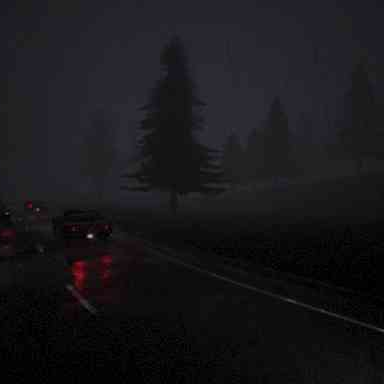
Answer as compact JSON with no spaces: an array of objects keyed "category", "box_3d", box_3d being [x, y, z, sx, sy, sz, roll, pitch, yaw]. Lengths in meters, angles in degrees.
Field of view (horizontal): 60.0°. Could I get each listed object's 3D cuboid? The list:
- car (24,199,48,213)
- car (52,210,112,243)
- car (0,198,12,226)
[{"category":"car","box_3d":[-16.041,1.371,34.066,1.895,1.301,4.718,0,0,-30]},{"category":"car","box_3d":[-5.344,1.506,15.676,1.895,1.301,4.718,0,0,-31]},{"category":"car","box_3d":[-12.697,1.368,21.356,1.812,1.442,4.674,0,1,-30]}]
